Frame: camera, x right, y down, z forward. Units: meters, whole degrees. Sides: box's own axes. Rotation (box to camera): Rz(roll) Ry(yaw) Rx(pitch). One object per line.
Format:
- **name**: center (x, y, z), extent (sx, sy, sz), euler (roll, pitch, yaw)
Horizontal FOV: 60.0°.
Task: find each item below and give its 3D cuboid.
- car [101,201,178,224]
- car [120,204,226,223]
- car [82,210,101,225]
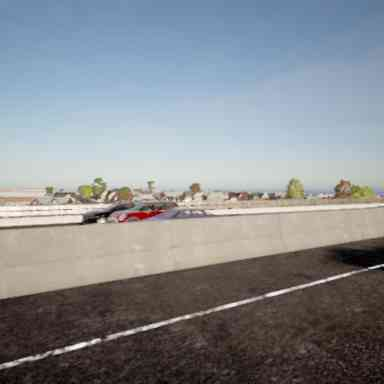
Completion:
- **car**: center (-2.568, 1.326, 19.311), extent (4.553, 1.767, 2.097), euler (0, 0, -35)
- **car**: center (-0.516, 1.522, 16.482), extent (5.357, 1.411, 2.033), euler (0, 0, -35)
- **car**: center (-4.685, 1.451, 22.103), extent (5.008, 1.535, 1.882), euler (0, 0, -35)
